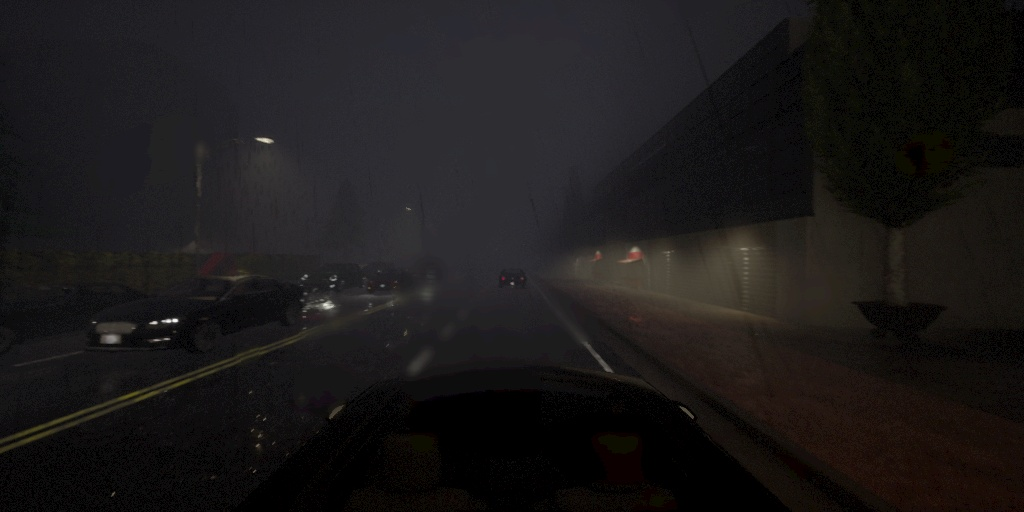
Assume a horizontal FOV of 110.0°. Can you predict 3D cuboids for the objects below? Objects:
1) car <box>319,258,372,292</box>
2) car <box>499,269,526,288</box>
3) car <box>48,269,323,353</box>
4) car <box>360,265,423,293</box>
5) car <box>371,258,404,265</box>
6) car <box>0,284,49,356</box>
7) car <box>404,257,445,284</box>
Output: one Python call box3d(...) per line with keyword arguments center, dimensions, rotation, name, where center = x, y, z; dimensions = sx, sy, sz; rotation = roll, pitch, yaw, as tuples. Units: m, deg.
box3d(center=(-10.465, 1.187, 21.325), dimensions=(2.097, 1.767, 4.553), rotation=(1, -1, 0), name="car")
box3d(center=(0.043, 1.576, 26.483), dimensions=(1.895, 1.301, 4.718), rotation=(1, -1, 0), name="car")
box3d(center=(-7.089, 1.223, 8.797), dimensions=(2.128, 1.511, 4.902), rotation=(1, 0, 0), name="car")
box3d(center=(-6.967, 1.431, 21.286), dimensions=(1.994, 1.385, 4.181), rotation=(1, -1, 0), name="car")
box3d(center=(-10.491, 1.221, 28.247), dimensions=(2.097, 1.767, 4.553), rotation=(1, -1, 1), name="car")
box3d(center=(-10.593, 1.289, 8.249), dimensions=(1.895, 1.301, 4.718), rotation=(1, -1, 0), name="car")
box3d(center=(-6.972, 1.137, 29.518), dimensions=(2.150, 2.045, 5.566), rotation=(1, 0, 1), name="car")
